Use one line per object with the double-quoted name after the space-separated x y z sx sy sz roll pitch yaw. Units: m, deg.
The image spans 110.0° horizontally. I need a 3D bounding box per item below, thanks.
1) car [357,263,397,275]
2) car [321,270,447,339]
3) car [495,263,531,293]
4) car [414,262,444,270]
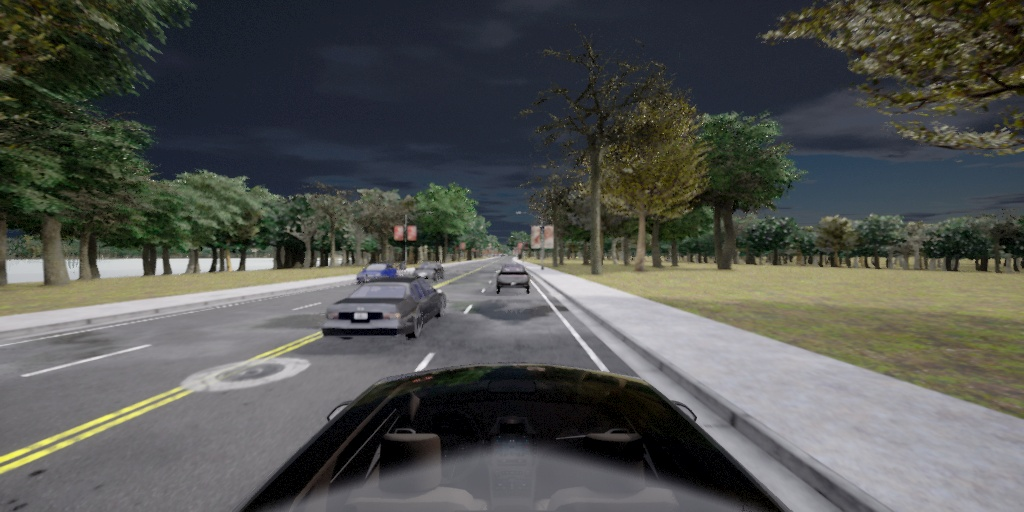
-9.906 1.284 26.749 1.812 1.442 4.674 0 0 0 "car"
-3.159 1.299 9.987 2.033 1.411 5.357 0 0 0 "car"
0.059 1.247 20.931 2.128 1.511 4.902 0 0 0 "car"
-6.664 1.252 28.991 2.128 1.511 4.902 0 0 0 "car"
